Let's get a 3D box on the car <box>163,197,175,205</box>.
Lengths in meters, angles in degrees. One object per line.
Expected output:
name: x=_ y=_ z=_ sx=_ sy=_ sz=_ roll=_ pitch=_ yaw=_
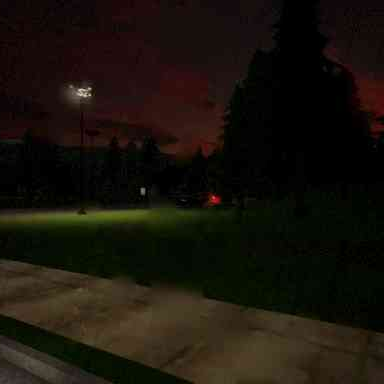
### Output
car: x=-2.435 y=1.564 z=56.565 sx=1.994 sy=1.385 sz=4.181 roll=0 pitch=0 yaw=34

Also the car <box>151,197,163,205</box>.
car: x=-5.365 y=1.564 z=58.479 sx=1.994 sy=1.385 sz=4.181 roll=0 pitch=0 yaw=34

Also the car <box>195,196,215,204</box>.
car: x=2.525 y=1.526 z=64.289 sx=1.812 sy=1.442 sz=4.674 roll=0 pitch=0 yaw=33

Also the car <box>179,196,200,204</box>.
car: x=-0.408 y=1.526 z=66.200 sx=1.812 sy=1.442 sz=4.674 roll=0 pitch=0 yaw=33

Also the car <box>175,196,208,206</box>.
car: x=0.007 y=1.491 z=53.916 sx=2.128 sy=1.511 sz=4.902 roll=0 pitch=0 yaw=34

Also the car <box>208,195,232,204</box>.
car: x=5.474 y=1.221 z=62.404 sx=2.150 sy=2.045 sz=5.566 roll=0 pitch=0 yaw=33
